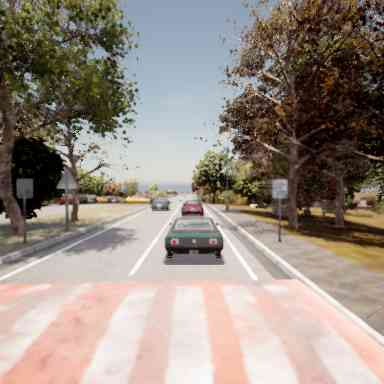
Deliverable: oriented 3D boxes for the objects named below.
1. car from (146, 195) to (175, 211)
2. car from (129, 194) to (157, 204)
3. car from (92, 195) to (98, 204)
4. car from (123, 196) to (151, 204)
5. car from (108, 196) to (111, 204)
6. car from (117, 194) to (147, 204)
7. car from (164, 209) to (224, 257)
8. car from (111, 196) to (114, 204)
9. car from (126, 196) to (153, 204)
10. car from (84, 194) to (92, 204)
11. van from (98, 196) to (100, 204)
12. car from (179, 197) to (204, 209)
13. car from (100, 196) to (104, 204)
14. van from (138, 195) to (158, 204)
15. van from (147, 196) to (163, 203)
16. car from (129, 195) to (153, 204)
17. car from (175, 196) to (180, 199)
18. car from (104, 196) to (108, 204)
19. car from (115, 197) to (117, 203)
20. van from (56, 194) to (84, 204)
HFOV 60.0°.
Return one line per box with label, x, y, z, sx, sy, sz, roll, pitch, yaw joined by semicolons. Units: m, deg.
car;-3.404;1.303;36.807;2.128;1.511;4.902;0;0;0
car;-10.420;1.538;71.478;5.566;2.045;2.435;0;-2;0
car;-23.522;1.803;71.665;4.892;1.521;2.231;0;-2;0
car;-10.445;1.565;63.153;4.892;1.521;2.231;0;-1;0
car;-23.536;2.136;82.742;5.008;1.535;2.097;0;-2;0
car;-10.250;1.501;60.385;5.366;1.575;1.946;0;-1;0
car;0.069;1.553;12.572;1.895;1.301;4.718;0;1;0
car;-23.539;2.221;85.511;4.892;1.521;2.231;0;-2;0
car;-10.449;1.632;65.925;5.008;1.535;2.097;0;-2;0
car;-23.550;1.391;66.138;5.566;2.045;2.435;0;-1;0
van;-23.649;1.660;74.441;4.442;1.987;1.878;0;-2;0
car;0.045;1.391;29.976;1.994;1.385;4.181;0;0;0
car;-23.504;1.844;77.207;4.553;1.767;2.185;0;-2;0
van;-10.575;1.815;79.802;4.442;1.987;1.878;0;-2;0
van;-10.358;2.235;93.677;4.442;1.987;1.878;0;-2;0
car;-10.477;1.583;68.704;4.553;1.767;2.185;0;-2;0
car;-3.381;1.646;78.414;1.812;1.442;4.674;0;-2;0
car;-23.533;2.049;79.847;5.008;1.535;2.097;0;-2;0
car;-23.366;2.385;91.050;5.366;1.575;1.946;0;-2;0
van;-23.637;1.346;63.246;4.442;1.987;1.878;0;-1;0
